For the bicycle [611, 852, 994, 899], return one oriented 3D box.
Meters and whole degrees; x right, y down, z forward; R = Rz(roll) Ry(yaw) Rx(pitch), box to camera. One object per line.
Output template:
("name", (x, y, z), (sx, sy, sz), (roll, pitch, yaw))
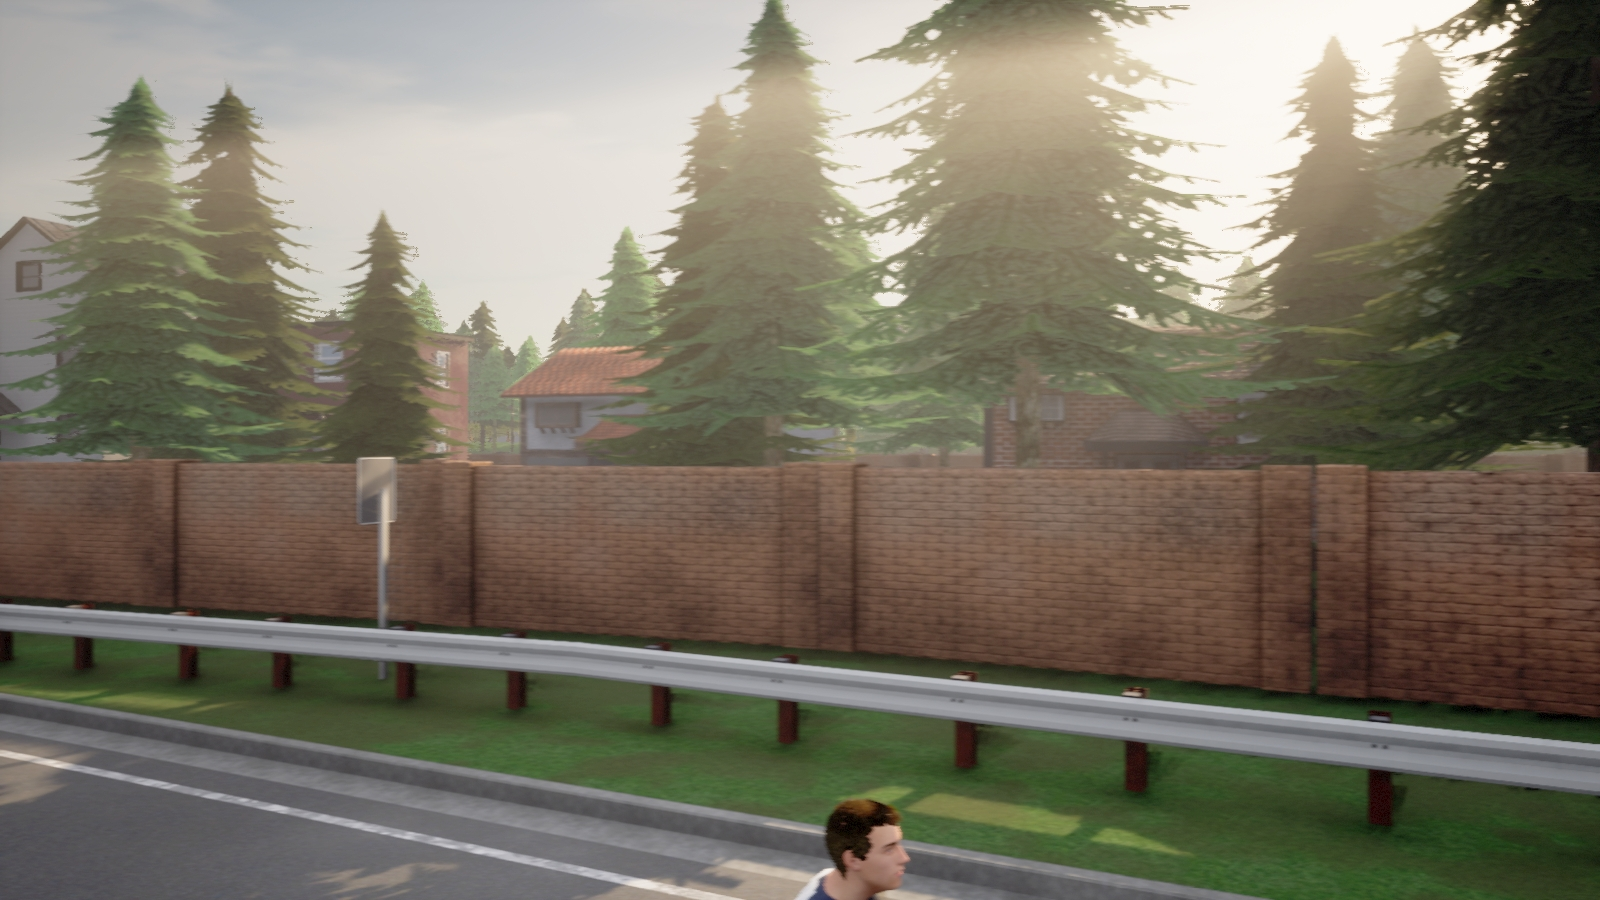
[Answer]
("bicycle", (0.274, 2.056, 3.236), (1.643, 1.496, 0.373), (1, 0, 20))
